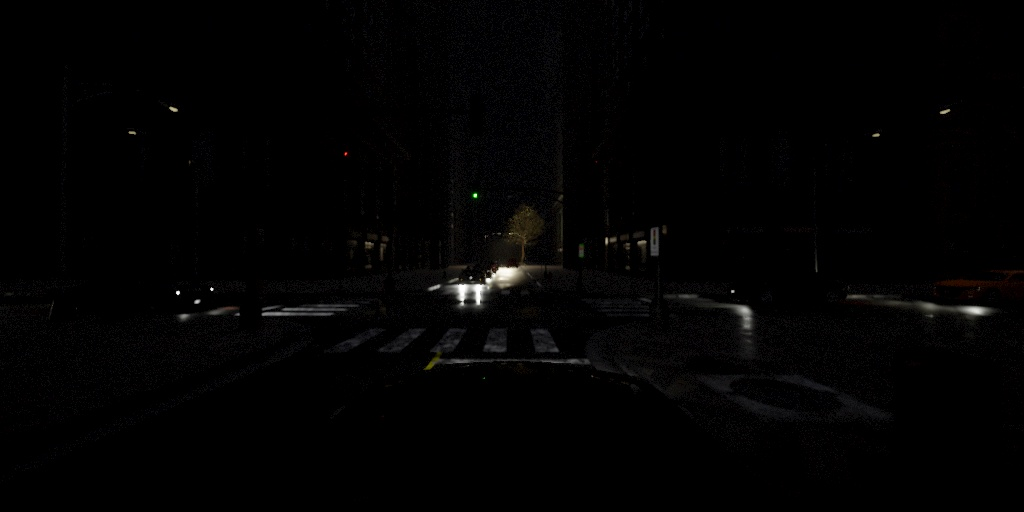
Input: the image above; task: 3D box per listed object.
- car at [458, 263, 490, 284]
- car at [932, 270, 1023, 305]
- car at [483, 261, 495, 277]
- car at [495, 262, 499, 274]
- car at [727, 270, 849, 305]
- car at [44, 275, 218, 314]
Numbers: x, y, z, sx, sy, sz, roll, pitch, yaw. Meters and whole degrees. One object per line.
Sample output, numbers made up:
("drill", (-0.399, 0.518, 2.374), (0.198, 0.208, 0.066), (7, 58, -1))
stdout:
("car", (-3.114, 1.501, 29.092), (1.994, 1.385, 4.181), (0, 0, 0))
("car", (22.533, 1.400, 16.510), (5.008, 1.535, 1.882), (0, 0, 0))
("car", (-3.119, 1.480, 38.162), (1.882, 1.535, 5.008), (0, 0, 0))
("car", (-3.114, 1.429, 47.808), (2.097, 1.767, 4.553), (0, 0, 0))
("car", (12.578, 1.397, 16.511), (4.892, 1.490, 1.837), (0, 0, 0))
("car", (-13.905, 1.382, 13.329), (4.718, 1.301, 1.895), (0, 0, 0))
